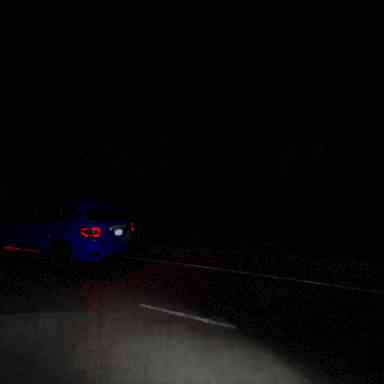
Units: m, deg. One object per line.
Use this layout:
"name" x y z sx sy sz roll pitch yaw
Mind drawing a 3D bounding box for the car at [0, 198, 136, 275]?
"car" -4.351 1.220 10.599 5.566 2.045 2.150 0 0 30
